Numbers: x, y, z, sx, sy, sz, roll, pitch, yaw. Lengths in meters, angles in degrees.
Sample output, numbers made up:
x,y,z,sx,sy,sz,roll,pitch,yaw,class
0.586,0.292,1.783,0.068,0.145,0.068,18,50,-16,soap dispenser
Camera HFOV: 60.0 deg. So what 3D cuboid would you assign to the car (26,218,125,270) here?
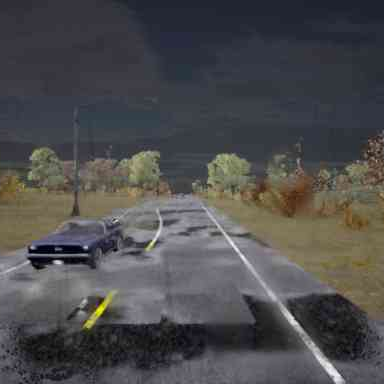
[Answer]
x,y,z,sx,sy,sz,roll,pitch,yaw,class
-3.635,1.604,11.219,1.895,1.301,4.718,0,0,-1,car
